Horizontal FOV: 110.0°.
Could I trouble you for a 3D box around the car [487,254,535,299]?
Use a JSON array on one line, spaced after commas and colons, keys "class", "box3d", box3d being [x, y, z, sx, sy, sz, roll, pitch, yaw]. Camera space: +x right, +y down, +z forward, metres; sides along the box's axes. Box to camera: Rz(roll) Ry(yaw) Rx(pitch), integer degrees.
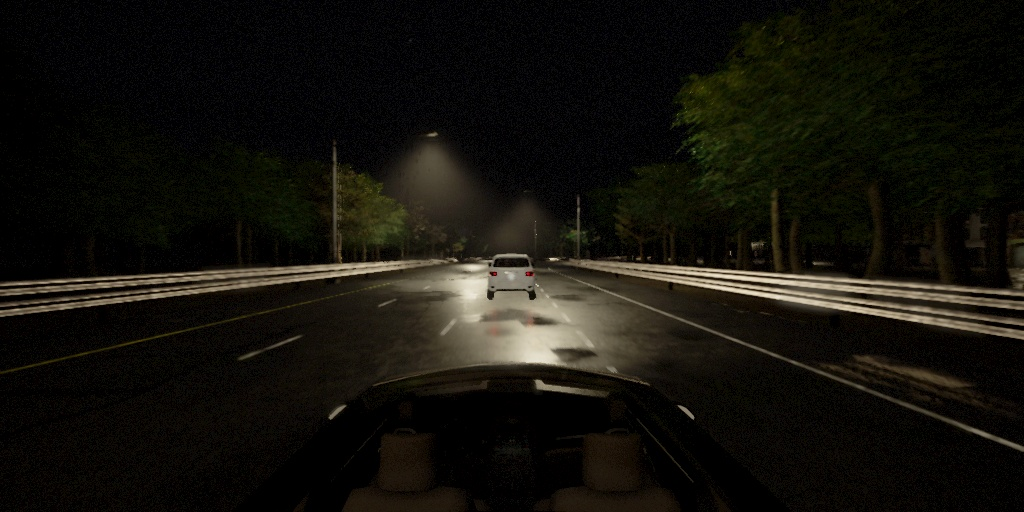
[{"class": "car", "box3d": [-0.027, 0.942, 18.010, 2.150, 2.045, 5.566, 0, 0, 0]}]
